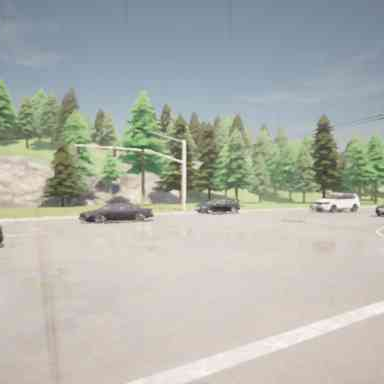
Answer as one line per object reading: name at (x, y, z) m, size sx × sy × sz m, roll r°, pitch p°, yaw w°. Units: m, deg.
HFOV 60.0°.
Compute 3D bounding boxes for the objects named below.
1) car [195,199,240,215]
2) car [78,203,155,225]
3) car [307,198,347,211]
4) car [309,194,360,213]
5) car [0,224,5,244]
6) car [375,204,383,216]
car at (2.630, 1.475, 33.600) m, size 4.902 × 1.511 × 2.128 m, roll 0°, pitch 0°, yaw -30°
car at (-5.432, 1.534, 24.413) m, size 5.357 × 1.411 × 2.033 m, roll 0°, pitch 0°, yaw -35°
car at (16.645, 1.487, 41.012) m, size 4.892 × 1.490 × 1.837 m, roll 0°, pitch 0°, yaw -26°
car at (16.081, 1.207, 36.839) m, size 5.566 × 2.045 × 2.150 m, roll 0°, pitch 0°, yaw -26°
car at (-9.520, 1.555, 12.644) m, size 4.181 × 1.385 × 1.994 m, roll 0°, pitch 0°, yaw -38°
car at (18.900, 1.481, 30.426) m, size 4.902 × 1.511 × 2.128 m, roll 0°, pitch 0°, yaw -26°
